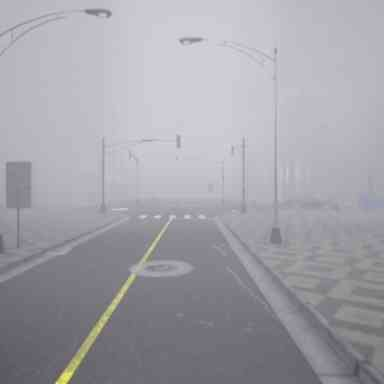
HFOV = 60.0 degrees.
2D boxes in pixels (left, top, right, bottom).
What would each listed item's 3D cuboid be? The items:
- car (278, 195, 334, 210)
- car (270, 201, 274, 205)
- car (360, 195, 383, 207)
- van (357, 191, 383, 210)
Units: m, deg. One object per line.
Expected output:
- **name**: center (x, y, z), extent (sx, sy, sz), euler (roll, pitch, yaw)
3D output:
- **car**: center (11.547, 0.996, 32.992), extent (4.902, 1.511, 2.128), euler (0, 0, 0)
- **car**: center (11.634, 1.055, 38.758), extent (4.829, 1.417, 1.752), euler (0, 0, 0)
- **car**: center (22.384, 1.042, 38.790), extent (4.507, 1.381, 1.887), euler (0, 0, 0)
- **van**: center (17.232, 0.815, 30.247), extent (3.998, 1.788, 1.690), euler (0, 0, 0)
